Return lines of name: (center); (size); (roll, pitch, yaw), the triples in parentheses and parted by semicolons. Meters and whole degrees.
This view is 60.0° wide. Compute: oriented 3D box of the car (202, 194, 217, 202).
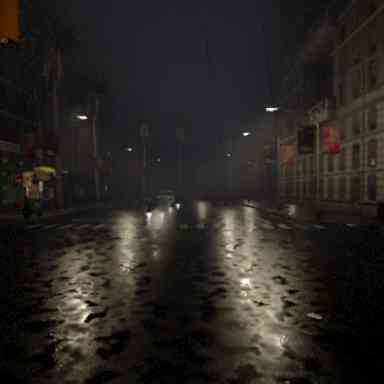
car: (3.276, 1.082, 62.706); (1.812, 1.442, 4.674); (0, 0, 22)

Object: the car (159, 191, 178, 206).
car: (-3.501, 0.902, 45.194); (2.150, 2.045, 5.566); (0, 0, 0)

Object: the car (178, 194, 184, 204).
car: (-2.571, 1.086, 55.344); (1.882, 1.535, 5.008); (0, 0, 10)

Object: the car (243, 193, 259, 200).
car: (12.571, 0.972, 71.610); (1.882, 1.535, 5.008); (0, 1, 41)

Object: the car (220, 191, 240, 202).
car: (7.179, 0.907, 62.909); (2.097, 1.767, 4.553); (0, 0, 25)

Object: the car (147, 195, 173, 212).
car: (-3.501, 1.299, 35.058); (2.033, 1.411, 5.357); (0, 0, 0)

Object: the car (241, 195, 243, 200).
car: (8.231, 0.707, 71.695); (2.150, 2.045, 5.566); (0, 1, 38)
